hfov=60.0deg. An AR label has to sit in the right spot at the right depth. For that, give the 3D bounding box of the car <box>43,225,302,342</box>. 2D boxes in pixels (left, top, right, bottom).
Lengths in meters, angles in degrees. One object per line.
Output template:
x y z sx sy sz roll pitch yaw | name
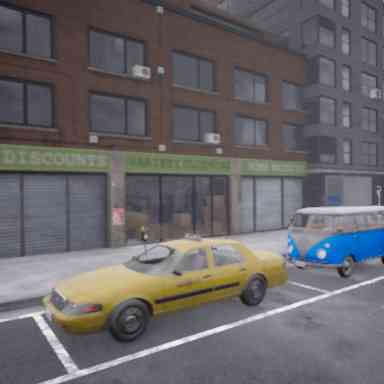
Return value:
-0.191 1.515 6.407 4.829 1.417 1.752 0 -1 -35 | car

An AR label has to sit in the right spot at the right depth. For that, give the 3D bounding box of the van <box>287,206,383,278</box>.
4.493 1.311 9.751 3.998 1.788 1.690 0 -1 -35 | van
